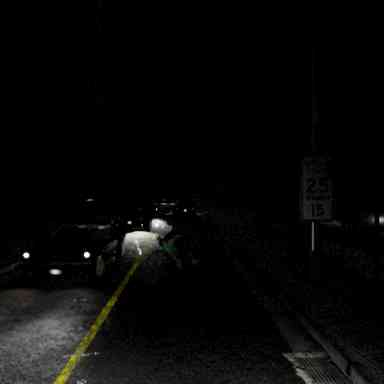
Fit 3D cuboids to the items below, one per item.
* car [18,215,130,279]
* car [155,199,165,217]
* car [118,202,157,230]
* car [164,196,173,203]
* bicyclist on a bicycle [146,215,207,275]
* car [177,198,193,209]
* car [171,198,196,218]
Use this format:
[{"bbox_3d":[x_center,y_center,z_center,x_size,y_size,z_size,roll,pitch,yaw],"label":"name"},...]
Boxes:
[{"bbox_3d":[-3.321,1.601,10.154,1.895,1.301,4.718,0,0,-2],"label":"car"},{"bbox_3d":[-3.815,1.596,30.921,1.895,1.301,4.718,0,0,-1],"label":"car"},{"bbox_3d":[-3.586,1.562,20.920,1.994,1.385,4.181,0,0,-1],"label":"car"},{"bbox_3d":[-4.695,1.502,66.614,1.837,1.490,4.892,0,0,-1],"label":"car"},{"bbox_3d":[-0.418,1.440,8.982,1.656,1.620,0.582,-1,0,-1],"label":"bicyclist on a bicycle"},{"bbox_3d":[-1.059,1.540,47.385,2.033,1.411,5.357,0,0,-3],"label":"car"},{"bbox_3d":[-0.637,1.559,30.278,1.994,1.385,4.181,0,0,-1],"label":"car"}]
